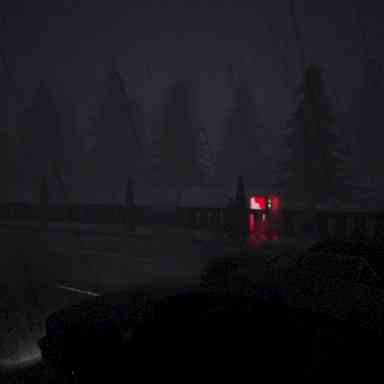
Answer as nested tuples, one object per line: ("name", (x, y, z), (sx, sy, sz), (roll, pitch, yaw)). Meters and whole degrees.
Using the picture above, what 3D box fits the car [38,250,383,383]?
("car", (0.753, 1.548, 3.311), (5.357, 1.411, 2.033), (0, 0, 34))

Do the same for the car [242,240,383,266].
("car", (2.539, 1.601, 6.295), (4.718, 1.301, 1.895), (0, 0, 34))

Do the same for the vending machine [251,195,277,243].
("vending machine", (3.308, 1.195, 15.253), (0.880, 2.100, 1.100), (0, 0, 32))

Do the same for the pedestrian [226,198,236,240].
("pedestrian", (1.742, 1.141, 14.503), (0.375, 1.860, 0.375), (0, 0, 31))
